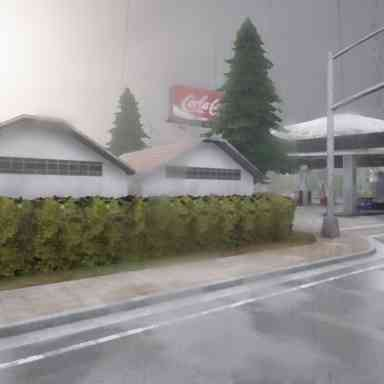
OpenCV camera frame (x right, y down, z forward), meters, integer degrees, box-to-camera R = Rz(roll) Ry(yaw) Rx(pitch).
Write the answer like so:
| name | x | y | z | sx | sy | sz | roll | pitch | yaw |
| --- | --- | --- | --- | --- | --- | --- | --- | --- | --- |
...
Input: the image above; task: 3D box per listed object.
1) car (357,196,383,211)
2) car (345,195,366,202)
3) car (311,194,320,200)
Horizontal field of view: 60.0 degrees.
| name | x | y | z | sx | sy | sz | roll | pitch | yaw |
| --- | --- | --- | --- | --- | --- | --- | --- | --- | --- |
| car | 21.531 | 1.472 | 39.817 | 4.611 | 1.667 | 2.242 | 0 | 0 | -36 |
| car | 37.905 | 1.525 | 77.184 | 5.357 | 1.411 | 2.033 | 0 | 0 | -36 |
| car | 32.600 | 1.315 | 89.311 | 2.152 | 1.636 | 5.027 | 0 | 0 | -36 |
